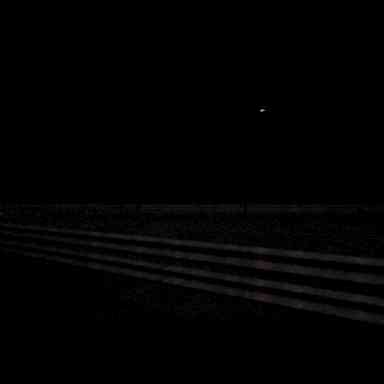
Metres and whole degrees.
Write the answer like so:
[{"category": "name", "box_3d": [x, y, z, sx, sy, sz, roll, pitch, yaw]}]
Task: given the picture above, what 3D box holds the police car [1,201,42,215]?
[{"category": "police car", "box_3d": [-20.812, 1.951, 40.455, 5.238, 1.638, 1.930, -1, 0, 16]}]
